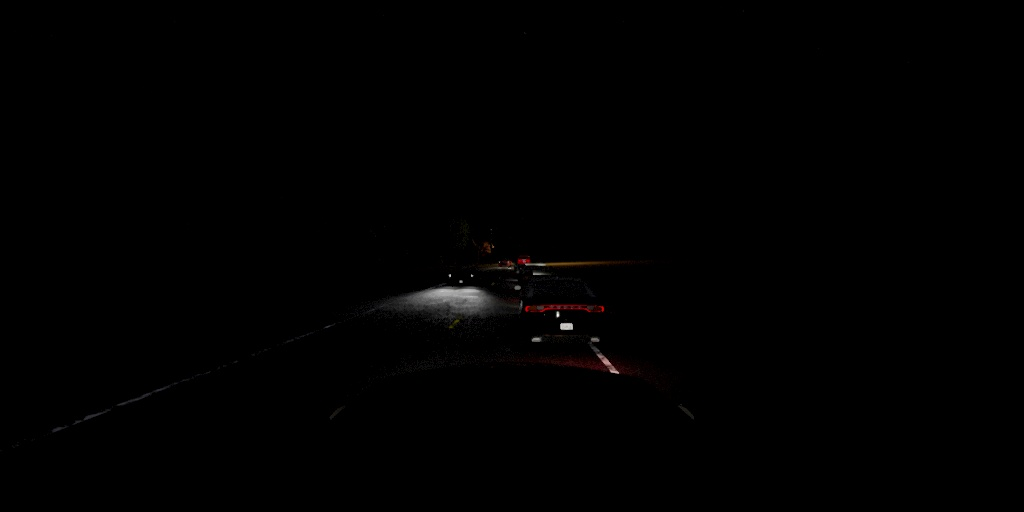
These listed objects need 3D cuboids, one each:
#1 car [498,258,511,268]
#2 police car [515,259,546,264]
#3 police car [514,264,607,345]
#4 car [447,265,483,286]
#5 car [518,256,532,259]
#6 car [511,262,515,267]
[{"bbox_3d":[-1.211,1.078,61.827,2.097,1.767,4.553,0,0,4],"label":"car"},{"bbox_3d":[1.268,1.173,19.566,1.930,1.638,5.238,0,0,1],"label":"police car"},{"bbox_3d":[1.098,1.174,9.601,1.930,1.638,5.238,0,0,1],"label":"police car"},{"bbox_3d":[-3.218,1.348,25.241,1.895,1.301,4.718,0,0,2],"label":"car"},{"bbox_3d":[2.087,0.949,59.913,2.150,2.045,5.566,0,0,4],"label":"car"},{"bbox_3d":[1.298,1.338,46.787,1.895,1.301,4.718,0,0,4],"label":"car"}]
